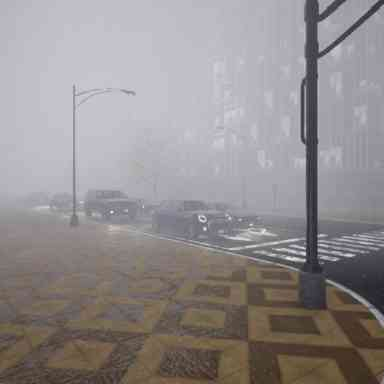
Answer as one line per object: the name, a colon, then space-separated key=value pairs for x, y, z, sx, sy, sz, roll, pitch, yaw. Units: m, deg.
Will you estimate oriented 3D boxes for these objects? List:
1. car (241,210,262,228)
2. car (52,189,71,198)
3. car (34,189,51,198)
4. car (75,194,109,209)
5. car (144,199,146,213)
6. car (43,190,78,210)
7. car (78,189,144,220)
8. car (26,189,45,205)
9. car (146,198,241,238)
car: x=1.573 y=1.289 z=19.679 sx=2.033 sy=1.411 sz=5.357 roll=0 pitch=1 yaw=-36
car: x=-25.614 y=0.258 z=65.011 sx=2.128 sy=1.511 sz=4.902 roll=0 pitch=1 yaw=-38
car: x=-28.622 y=0.236 z=63.582 sx=1.882 sy=1.535 sz=5.008 roll=0 pitch=1 yaw=-38
car: x=-10.614 y=0.945 z=35.091 sx=1.994 sy=1.385 sz=4.181 roll=0 pitch=1 yaw=-38
car: x=-4.406 y=1.166 z=27.196 sx=1.895 sy=1.301 sz=4.718 roll=0 pitch=1 yaw=-38
car: x=-12.378 y=0.900 z=32.073 sx=2.128 sy=1.511 sz=4.902 roll=0 pitch=1 yaw=-38
car: x=-5.991 y=0.819 z=23.958 sx=2.150 sy=2.045 sz=5.566 roll=0 pitch=1 yaw=-38
car: x=-18.750 y=0.710 z=40.246 sx=2.128 sy=1.511 sz=4.902 roll=0 pitch=1 yaw=-37
car: x=-0.087 y=1.124 z=16.484 sx=2.097 sy=1.767 sz=4.553 roll=0 pitch=1 yaw=-38
